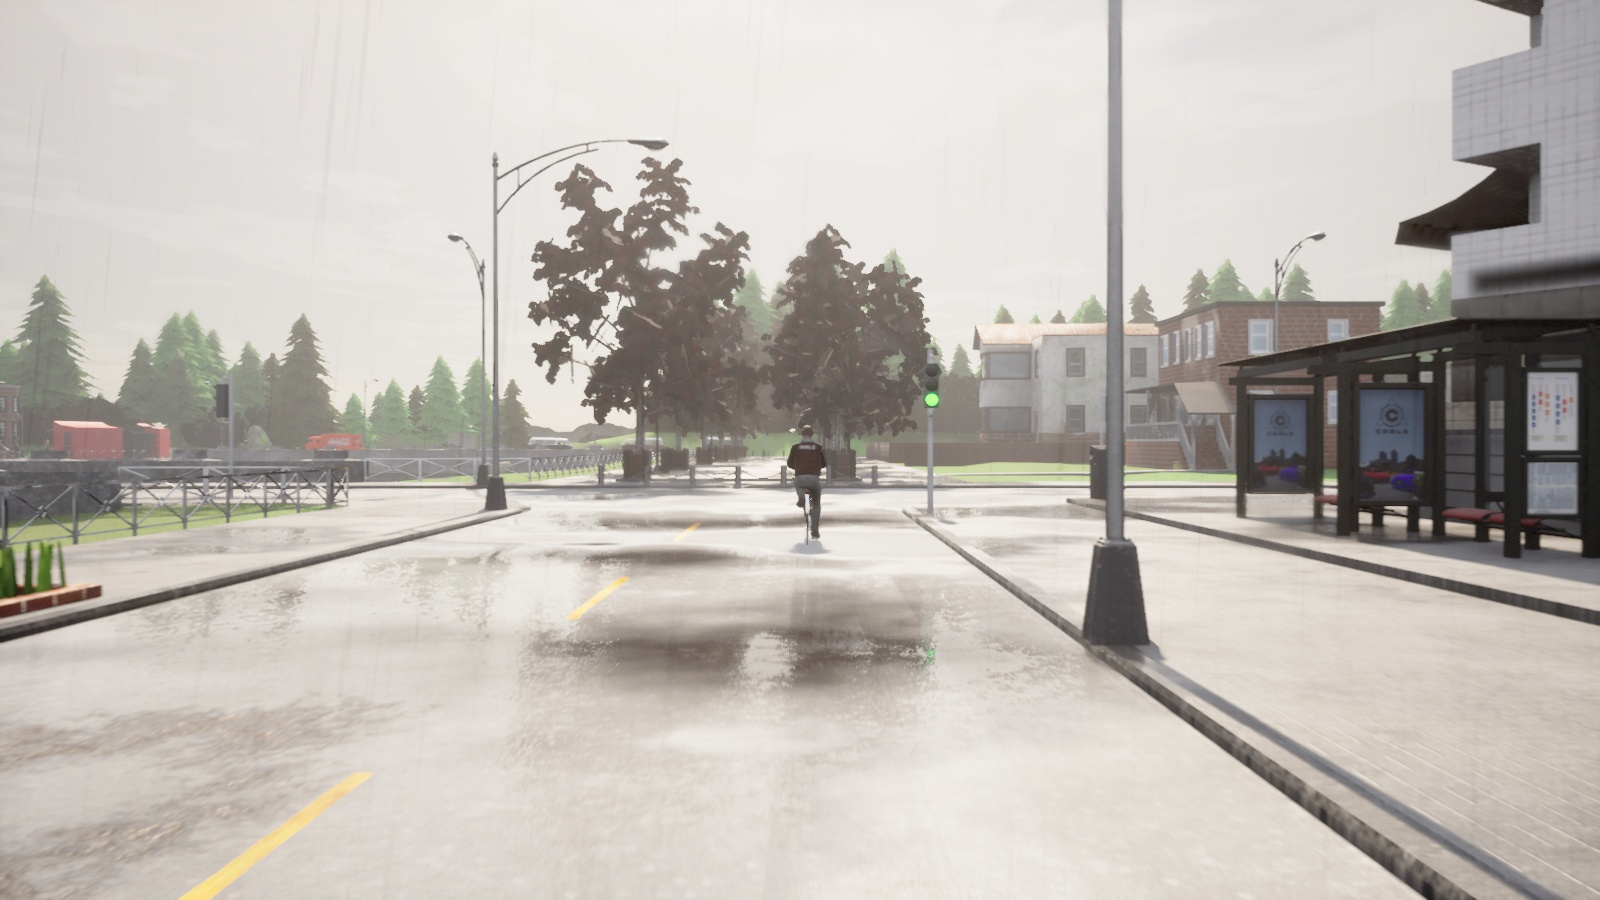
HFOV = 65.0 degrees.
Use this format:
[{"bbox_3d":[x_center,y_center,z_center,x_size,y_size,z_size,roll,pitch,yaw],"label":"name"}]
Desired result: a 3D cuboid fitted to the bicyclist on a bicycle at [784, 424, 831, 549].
[{"bbox_3d":[0.115,0.511,18.814,0.659,1.776,1.843,0,0,1],"label":"bicyclist on a bicycle"}]
